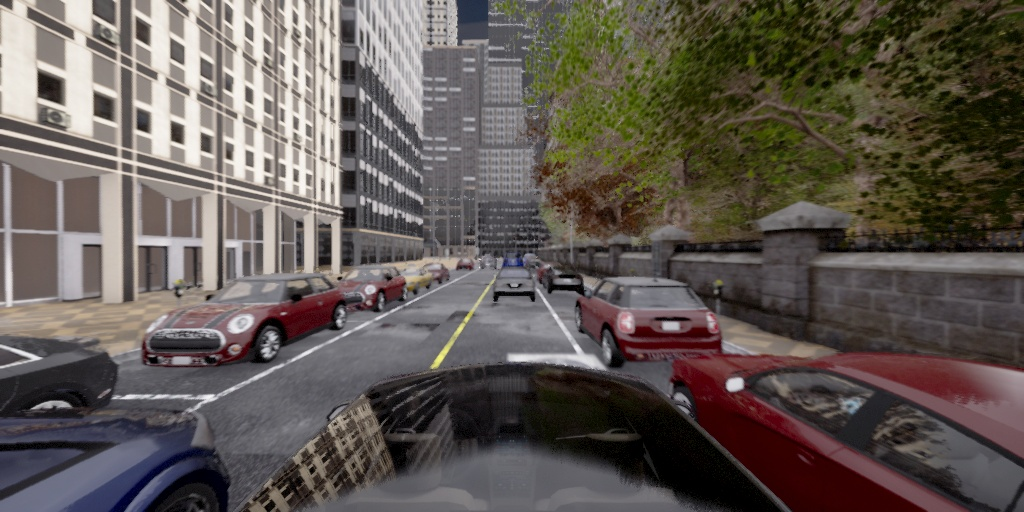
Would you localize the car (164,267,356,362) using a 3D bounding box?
[{"bbox_3d":[-5.311,1.136,7.755,1.967,1.591,4.097,0,0,0],"label":"car"}]

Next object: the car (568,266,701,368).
[{"bbox_3d":[2.570,1.135,7.745,1.967,1.591,4.097,0,0,0],"label":"car"}]

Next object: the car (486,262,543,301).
[{"bbox_3d":[0.104,1.164,16.455,2.033,1.411,5.357,0,1,0],"label":"car"}]

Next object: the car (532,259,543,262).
[{"bbox_3d":[2.580,1.088,24.380,1.888,1.381,4.507,0,0,0],"label":"car"}]

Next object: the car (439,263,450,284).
[{"bbox_3d":[-5.301,1.126,24.389,1.802,1.307,4.207,0,0,0],"label":"car"}]

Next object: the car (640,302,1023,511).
[{"bbox_3d":[2.566,1.291,2.200,1.888,1.381,4.507,0,0,0],"label":"car"}]

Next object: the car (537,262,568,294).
[{"bbox_3d":[2.576,1.160,18.835,1.948,1.339,4.313,0,0,0],"label":"car"}]

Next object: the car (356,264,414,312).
[{"bbox_3d":[-5.307,1.085,13.299,1.967,1.591,4.097,0,0,0],"label":"car"}]

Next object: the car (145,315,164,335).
[{"bbox_3d":[-5.314,1.297,2.210,2.007,1.370,4.403,0,0,0],"label":"car"}]

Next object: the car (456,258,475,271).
[{"bbox_3d":[-5.290,0.934,41.023,1.888,1.381,4.507,0,0,0],"label":"car"}]

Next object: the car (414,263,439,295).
[{"bbox_3d":[-5.304,1.120,18.674,1.751,1.417,4.829,0,0,0],"label":"car"}]

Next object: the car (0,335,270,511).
[{"bbox_3d":[-2.850,1.324,0.615,1.994,1.385,4.181,0,1,0],"label":"car"}]

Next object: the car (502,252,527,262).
[{"bbox_3d":[0.124,0.633,38.429,2.150,2.045,5.566,0,0,0],"label":"car"}]

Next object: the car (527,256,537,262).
[{"bbox_3d":[2.590,0.938,41.015,2.007,1.370,4.403,0,0,0],"label":"car"}]

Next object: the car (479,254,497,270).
[{"bbox_3d":[-2.724,0.873,43.105,2.128,1.511,4.902,0,1,0],"label":"car"}]
